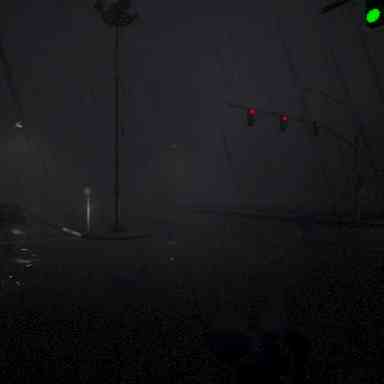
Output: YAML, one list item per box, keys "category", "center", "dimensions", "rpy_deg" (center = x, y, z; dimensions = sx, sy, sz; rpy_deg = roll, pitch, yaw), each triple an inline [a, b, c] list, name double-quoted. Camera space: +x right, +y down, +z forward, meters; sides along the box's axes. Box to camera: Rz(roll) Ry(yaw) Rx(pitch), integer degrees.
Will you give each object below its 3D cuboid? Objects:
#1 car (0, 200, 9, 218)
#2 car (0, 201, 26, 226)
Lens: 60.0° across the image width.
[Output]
- category: "car"
  center: [-17.982, 1.535, 30.333]
  dimensions: [1.812, 1.442, 4.674]
  rpy_deg: [0, 0, -35]
- category: "car"
  center: [-12.707, 1.486, 22.788]
  dimensions: [1.882, 1.535, 5.008]
  rpy_deg: [0, 0, -35]
